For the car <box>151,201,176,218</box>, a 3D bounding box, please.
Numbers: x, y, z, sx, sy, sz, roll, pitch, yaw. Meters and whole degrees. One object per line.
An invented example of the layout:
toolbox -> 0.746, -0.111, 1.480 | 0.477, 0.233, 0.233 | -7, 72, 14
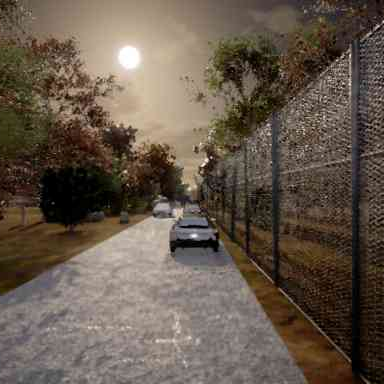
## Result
car -> -2.938, 1.836, 34.052 | 1.812, 1.442, 4.674 | 0, -1, 0

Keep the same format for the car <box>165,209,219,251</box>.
car -> 0.081, 1.625, 14.454 | 1.994, 1.385, 4.181 | 0, 0, 0

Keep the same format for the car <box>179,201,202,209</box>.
car -> 0.015, 1.838, 32.930 | 2.033, 1.411, 5.357 | 0, -1, 0

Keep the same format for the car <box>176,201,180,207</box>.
car -> -3.167, 2.851, 75.455 | 2.128, 1.511, 4.902 | 0, -2, -1
